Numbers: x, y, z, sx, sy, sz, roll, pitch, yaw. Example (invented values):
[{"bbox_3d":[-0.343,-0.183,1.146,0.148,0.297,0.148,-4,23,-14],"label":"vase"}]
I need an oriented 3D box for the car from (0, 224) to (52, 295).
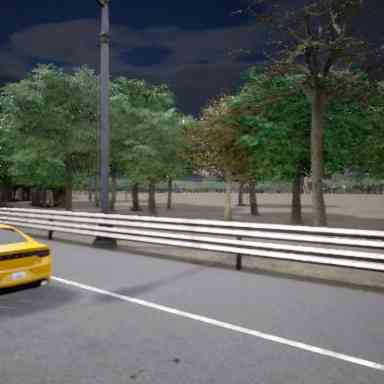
[{"bbox_3d":[-5.378,1.485,8.018,5.008,1.535,1.882,0,0,37],"label":"car"}]
